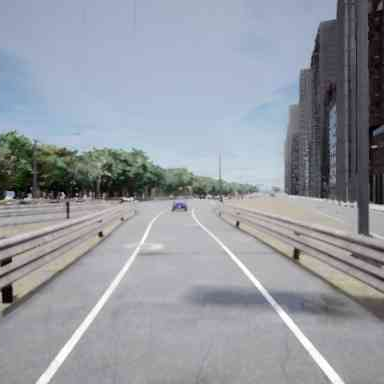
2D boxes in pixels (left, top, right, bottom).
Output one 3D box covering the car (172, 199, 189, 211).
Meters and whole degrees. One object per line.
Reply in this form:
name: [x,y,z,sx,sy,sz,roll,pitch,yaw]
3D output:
car: [-1.515,1.662,42.836,1.812,1.442,4.674,0,0,1]
